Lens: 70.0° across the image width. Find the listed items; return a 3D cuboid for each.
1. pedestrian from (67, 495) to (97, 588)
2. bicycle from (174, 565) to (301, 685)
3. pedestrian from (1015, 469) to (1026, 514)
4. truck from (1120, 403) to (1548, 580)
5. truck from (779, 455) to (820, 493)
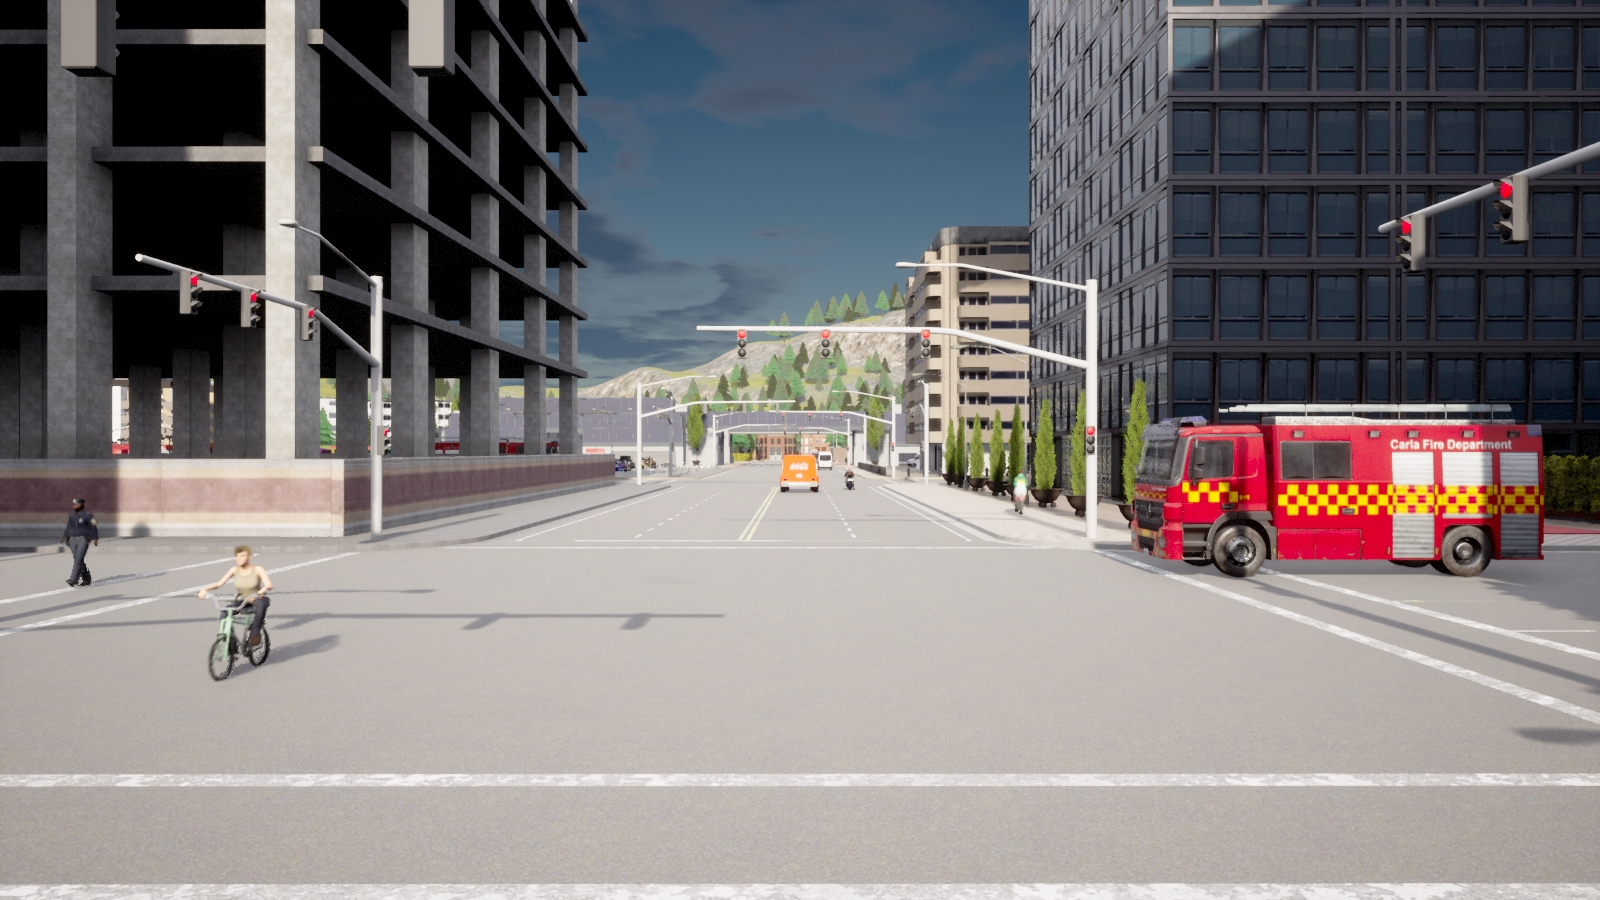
[{"bbox_3d":[-14.551,1.847,23.150,0.375,1.860,0.375,0,0,1],"label":"pedestrian"},{"bbox_3d":[-7.012,2.157,14.318,0.859,1.276,1.487,0,0,0],"label":"bicycle"},{"bbox_3d":[9.052,1.694,46.936,0.375,1.860,0.375,0,0,-1],"label":"pedestrian"},{"bbox_3d":[11.970,0.889,26.163,8.468,3.827,2.891,0,0,-1],"label":"truck"},{"bbox_3d":[-0.023,1.564,76.782,2.627,2.467,5.204,0,0,0],"label":"truck"}]
